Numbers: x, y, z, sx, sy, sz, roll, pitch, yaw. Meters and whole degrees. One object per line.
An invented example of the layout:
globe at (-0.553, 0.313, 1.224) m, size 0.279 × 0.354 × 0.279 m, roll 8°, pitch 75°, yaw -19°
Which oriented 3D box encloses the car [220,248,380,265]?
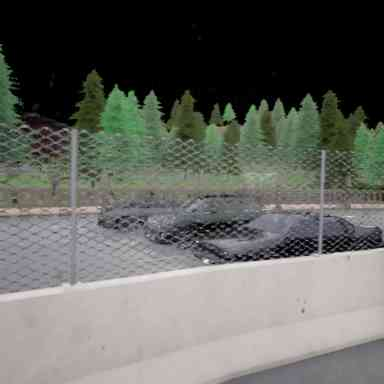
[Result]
car at (2.728, 1.223, 8.886) m, size 5.357 × 1.411 × 2.033 m, roll 0°, pitch 3°, yaw -25°
